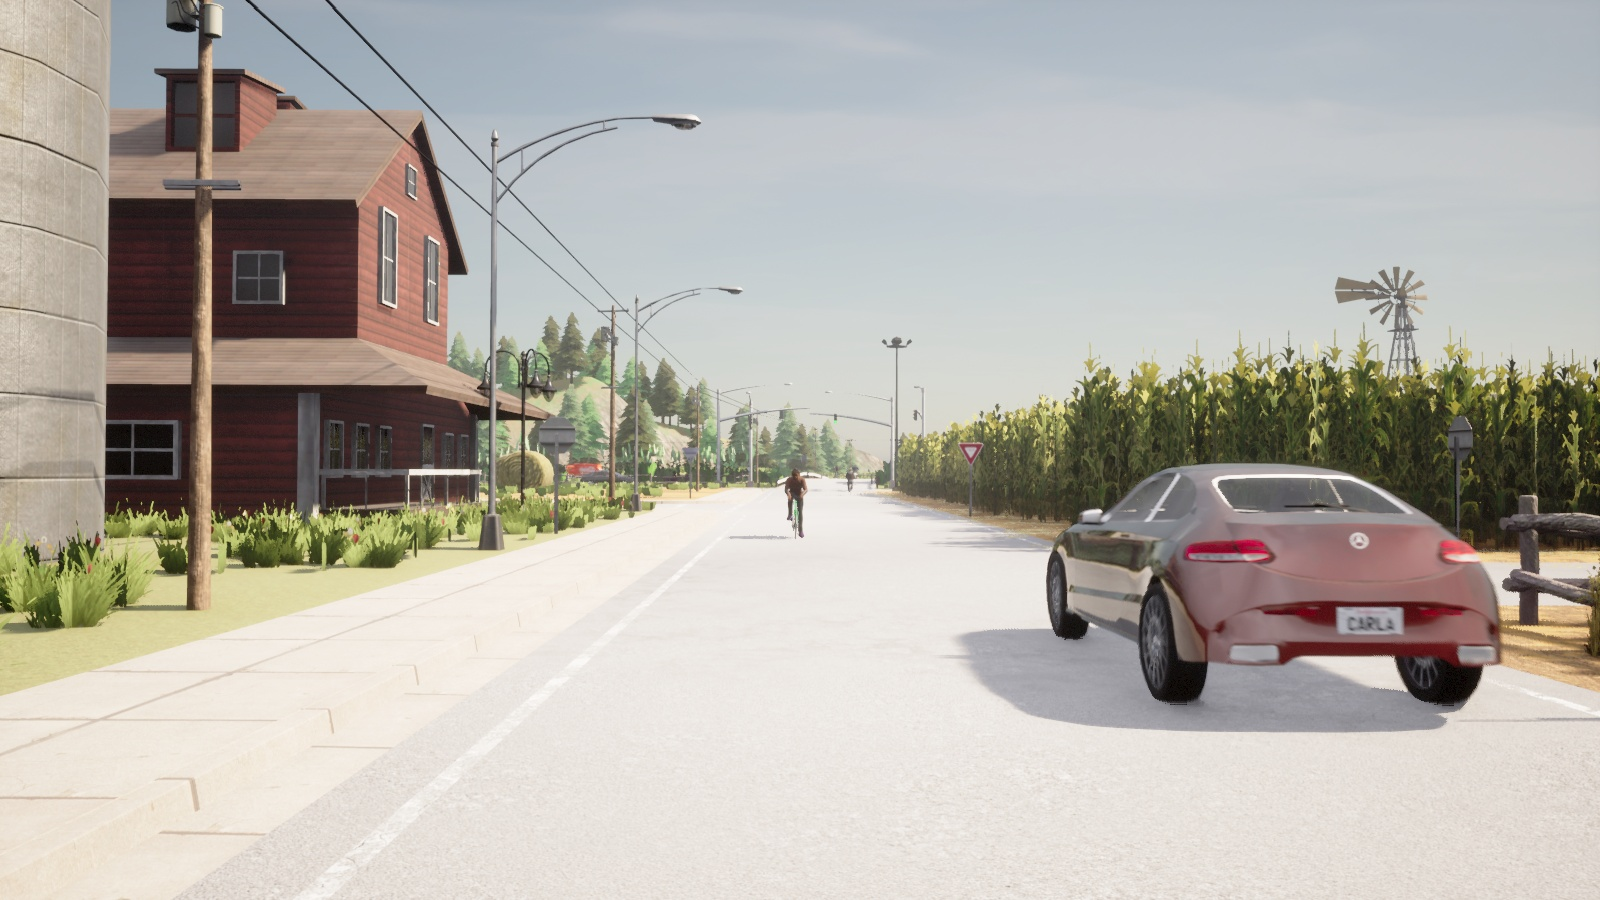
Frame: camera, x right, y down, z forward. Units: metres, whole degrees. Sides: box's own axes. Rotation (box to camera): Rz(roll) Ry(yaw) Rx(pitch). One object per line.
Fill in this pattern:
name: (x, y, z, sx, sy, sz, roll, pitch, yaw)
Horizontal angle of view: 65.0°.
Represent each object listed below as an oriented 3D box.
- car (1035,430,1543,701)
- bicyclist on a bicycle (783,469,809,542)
car: (3.466, 0.751, 10.217, 2.152, 1.651, 5.027, 0, -1, 0)
bicyclist on a bicycle: (-0.091, 1.252, 28.902, 0.582, 1.620, 1.656, 0, -1, 0)
